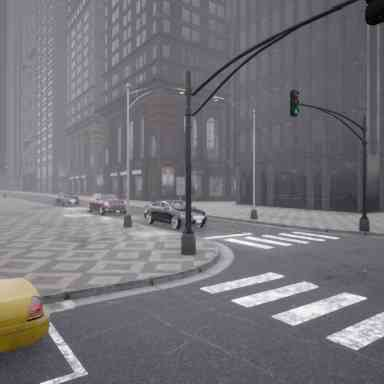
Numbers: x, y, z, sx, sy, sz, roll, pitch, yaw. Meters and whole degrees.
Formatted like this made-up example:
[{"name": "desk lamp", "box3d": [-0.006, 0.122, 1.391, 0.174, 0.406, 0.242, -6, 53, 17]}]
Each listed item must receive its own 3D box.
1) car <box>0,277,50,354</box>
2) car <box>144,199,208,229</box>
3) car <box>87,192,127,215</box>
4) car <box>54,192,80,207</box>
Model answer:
[{"name": "car", "box3d": [-4.223, 1.525, 3.641, 4.829, 1.417, 1.752, 0, 0, -35]}, {"name": "car", "box3d": [-1.056, 1.205, 19.242, 2.128, 1.511, 4.902, 0, 1, -36]}, {"name": "car", "box3d": [-7.009, 0.876, 27.546, 2.097, 1.767, 4.553, 0, 1, -35]}, {"name": "car", "box3d": [-14.110, 0.799, 37.454, 2.128, 1.511, 4.902, 0, 1, -36]}]
